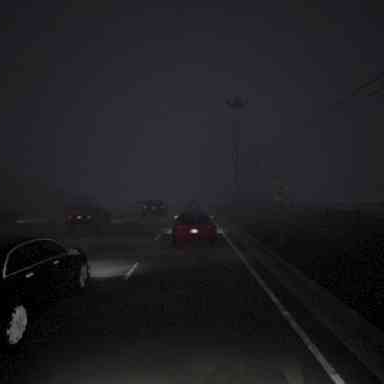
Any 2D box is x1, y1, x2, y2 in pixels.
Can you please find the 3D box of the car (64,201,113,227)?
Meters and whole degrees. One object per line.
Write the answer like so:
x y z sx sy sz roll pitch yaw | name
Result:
-6.959 1.619 23.083 2.033 1.411 5.357 0 0 1 | car

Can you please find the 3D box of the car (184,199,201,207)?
0.102 1.604 40.870 1.882 1.535 5.008 0 0 0 | car

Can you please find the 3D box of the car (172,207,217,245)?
0.101 1.613 15.903 1.994 1.385 4.181 0 0 0 | car

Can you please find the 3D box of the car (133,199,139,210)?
-6.903 1.706 46.069 1.994 1.385 4.181 0 0 0 | car

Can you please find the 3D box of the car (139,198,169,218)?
-3.398 1.449 31.584 2.097 1.767 4.553 0 0 0 | car

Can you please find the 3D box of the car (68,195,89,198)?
-13.897 1.351 41.547 2.150 2.045 5.566 0 0 0 | car

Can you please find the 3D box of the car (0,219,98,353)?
-3.399 1.525 6.139 1.837 1.490 4.892 0 0 0 | car

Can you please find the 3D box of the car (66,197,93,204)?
-10.398 1.574 31.381 1.882 1.535 5.008 0 0 0 | car

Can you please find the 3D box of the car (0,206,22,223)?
-13.887 1.618 22.880 2.033 1.411 5.357 0 0 0 | car
